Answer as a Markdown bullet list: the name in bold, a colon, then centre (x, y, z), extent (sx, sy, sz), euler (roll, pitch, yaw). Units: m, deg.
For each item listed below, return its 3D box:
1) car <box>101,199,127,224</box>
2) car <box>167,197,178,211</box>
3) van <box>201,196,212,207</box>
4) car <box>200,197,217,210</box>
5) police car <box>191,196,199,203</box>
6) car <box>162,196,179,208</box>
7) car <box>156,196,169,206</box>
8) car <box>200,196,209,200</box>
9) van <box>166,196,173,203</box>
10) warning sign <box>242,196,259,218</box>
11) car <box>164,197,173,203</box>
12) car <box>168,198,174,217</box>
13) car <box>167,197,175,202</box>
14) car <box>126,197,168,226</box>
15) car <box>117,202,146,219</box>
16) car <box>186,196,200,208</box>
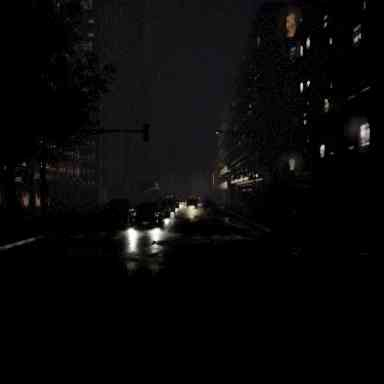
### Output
- **car**: centre (-5.729, 1.455, 26.507), extent (2.192, 1.841, 5.009), euler (0, 0, 0)
- **car**: centre (-3.152, 1.756, 42.646), extent (1.812, 1.442, 4.674), euler (0, 0, 0)
- **van**: centre (2.607, 1.673, 59.655), extent (1.690, 1.788, 3.998), euler (0, 0, 0)
- **car**: centre (2.623, 1.831, 48.607), extent (1.947, 1.339, 4.313), euler (0, 0, 0)
- **police car**: centre (0.780, 1.947, 88.750), extent (1.930, 1.638, 5.238), euler (0, 0, 0)
- **car**: centre (-3.111, 1.641, 52.577), extent (2.097, 1.767, 4.553), euler (0, 0, 0)
- **car**: centre (-5.781, 1.681, 65.166), extent (2.192, 1.841, 5.009), euler (0, 0, 0)
- **car**: centre (2.615, 1.824, 54.300), extent (1.752, 1.417, 4.829), euler (0, 0, 0)
- **van**: centre (-5.811, 1.853, 87.256), extent (1.690, 1.788, 3.998), euler (0, 0, 0)
- **warning sign**: centre (5.029, 1.268, 28.647), extent (1.300, 1.860, 1.060), euler (0, 0, 0)
- **car**: centre (-5.803, 2.026, 81.733), extent (2.008, 1.369, 4.403), euler (0, 0, 0)
- **car**: centre (-3.141, 1.656, 33.337), extent (1.882, 1.535, 5.008), euler (0, 0, 0)
- **car**: centre (-5.818, 2.093, 92.778), extent (1.887, 1.381, 4.507), euler (0, 0, 0)
- **car**: centre (-3.134, 1.480, 24.247), extent (2.097, 1.767, 4.553), euler (0, 0, 0)
- **car**: centre (-5.736, 1.737, 32.028), extent (1.947, 1.339, 4.313), euler (0, 0, 0)
- **car**: centre (0.025, 1.809, 55.078), extent (1.837, 1.490, 4.892), euler (0, 0, 0)
